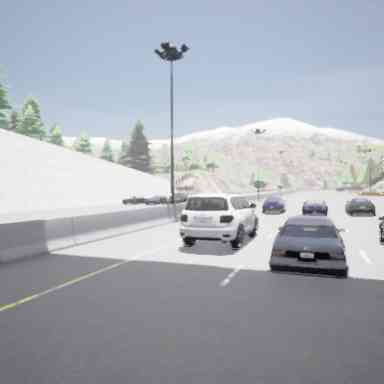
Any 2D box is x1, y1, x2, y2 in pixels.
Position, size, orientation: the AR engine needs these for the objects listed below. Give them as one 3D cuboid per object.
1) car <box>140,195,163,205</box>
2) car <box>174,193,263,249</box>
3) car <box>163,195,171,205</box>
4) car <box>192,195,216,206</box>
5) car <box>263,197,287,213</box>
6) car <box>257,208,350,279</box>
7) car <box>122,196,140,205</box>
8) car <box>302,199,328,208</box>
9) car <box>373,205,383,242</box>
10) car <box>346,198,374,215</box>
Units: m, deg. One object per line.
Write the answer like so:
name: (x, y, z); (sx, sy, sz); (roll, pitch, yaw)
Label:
car: (-4.800, 1.098, 47.438); (2.033, 1.411, 5.357); (0, 1, 21)
car: (1.330, 1.068, 14.009); (2.150, 2.045, 5.566); (0, 1, 21)
car: (-1.744, 0.896, 45.646); (2.097, 1.767, 4.553); (0, 1, 21)
car: (1.725, 1.093, 44.910); (1.994, 1.385, 4.181); (0, 1, 21)
car: (7.710, 1.151, 30.839); (1.812, 1.442, 4.674); (0, 1, 21)
car: (3.451, 1.421, 9.734); (2.033, 1.411, 5.357); (0, 1, 21)
car: (-8.219, 1.169, 48.303); (1.895, 1.301, 4.718); (0, 1, 21)
car: (10.087, 1.245, 27.205); (1.895, 1.301, 4.718); (0, 1, 21)
car: (8.008, 1.322, 11.876); (1.837, 1.490, 4.892); (0, 1, 21)
car: (14.141, 1.169, 28.021); (1.994, 1.385, 4.181); (0, 1, 21)
